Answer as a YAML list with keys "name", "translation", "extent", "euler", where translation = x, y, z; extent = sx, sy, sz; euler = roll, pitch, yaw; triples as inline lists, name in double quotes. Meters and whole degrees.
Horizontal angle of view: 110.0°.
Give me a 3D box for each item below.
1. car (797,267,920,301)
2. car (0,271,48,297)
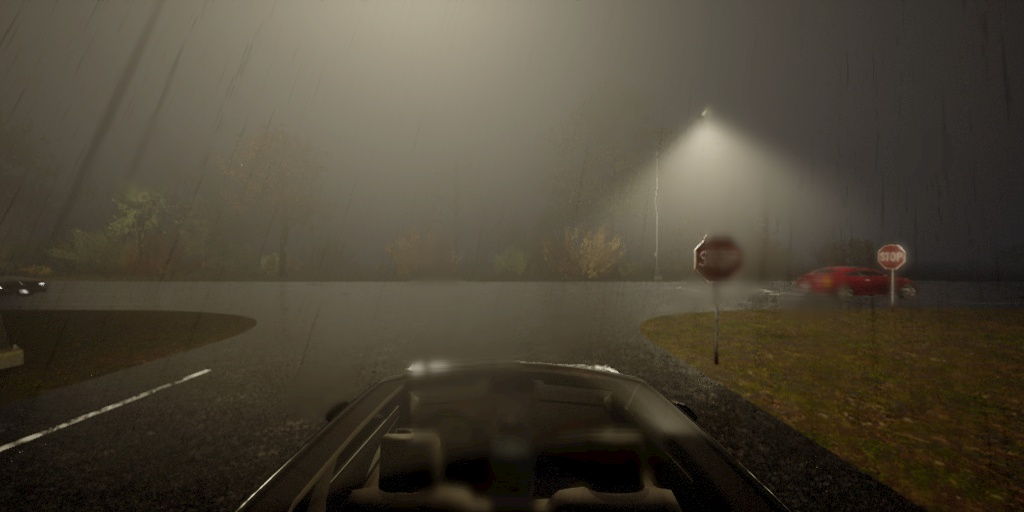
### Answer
- name: "car"
  translation: [15.797, 1.232, 16.519]
  extent: [4.674, 1.442, 1.812]
  euler: [0, 0, -1]
- name: "car"
  translation: [-24.393, 1.196, 15.976]
  extent: [5.357, 1.411, 2.033]
  euler: [0, 0, 0]
